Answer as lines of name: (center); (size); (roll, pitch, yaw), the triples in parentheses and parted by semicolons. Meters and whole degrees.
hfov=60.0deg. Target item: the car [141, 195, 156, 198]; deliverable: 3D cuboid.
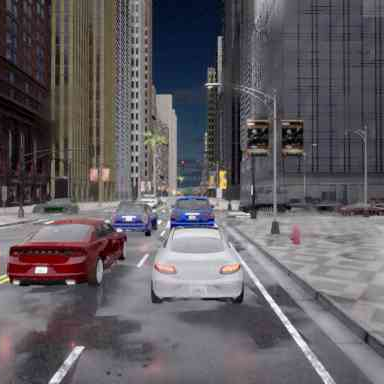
car: (-6.557, 1.452, 50.959); (2.150, 2.045, 5.566); (0, 0, 0)

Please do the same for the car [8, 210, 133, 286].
car: (-3.144, 1.489, 9.432); (1.882, 1.535, 5.008); (0, 0, 0)

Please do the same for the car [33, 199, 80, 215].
car: (-14.436, 1.513, 35.434); (4.553, 1.767, 2.097); (-1, -1, 0)

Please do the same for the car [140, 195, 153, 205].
car: (-9.691, 1.609, 71.401); (2.150, 2.045, 5.566); (0, 0, 0)

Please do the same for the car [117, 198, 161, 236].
car: (-3.135, 1.391, 18.659); (2.097, 1.767, 4.553); (0, 0, 0)

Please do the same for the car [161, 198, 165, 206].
car: (-6.520, 1.805, 60.671); (1.837, 1.490, 4.892); (0, 0, 1)

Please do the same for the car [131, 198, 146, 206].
car: (-9.769, 1.827, 60.827); (1.812, 1.442, 4.674); (0, 0, 1)

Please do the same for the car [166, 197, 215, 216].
car: (0.041, 1.257, 17.762); (2.150, 2.045, 5.566); (0, 0, 1)

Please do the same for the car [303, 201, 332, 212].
car: (15.216, 1.662, 38.674); (4.313, 1.339, 1.947); (0, 0, -1)

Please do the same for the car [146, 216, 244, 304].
car: (0.105, 1.534, 8.060); (1.812, 1.442, 4.674); (0, 0, 0)

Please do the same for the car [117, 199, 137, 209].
car: (-9.806, 1.778, 50.918); (2.033, 1.411, 5.357); (0, 0, 0)

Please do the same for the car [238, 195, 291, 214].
car: (7.760, 1.310, 35.677); (5.566, 2.045, 2.150); (0, -1, -3)

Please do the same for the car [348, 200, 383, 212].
car: (20.856, 1.643, 38.757); (4.313, 1.339, 1.947); (0, 0, -1)

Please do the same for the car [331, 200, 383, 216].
car: (15.339, 1.577, 30.151); (4.206, 1.307, 1.802); (0, 0, -1)
